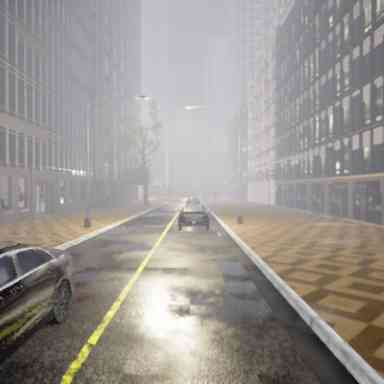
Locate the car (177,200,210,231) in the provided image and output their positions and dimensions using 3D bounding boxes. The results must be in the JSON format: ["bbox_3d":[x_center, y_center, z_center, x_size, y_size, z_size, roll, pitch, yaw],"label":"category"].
[{"bbox_3d":[0.110,1.471,20.595,2.128,1.511,4.902,0,0,0],"label":"car"}]

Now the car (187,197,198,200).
[{"bbox_3d":[0.124,1.462,44.285,2.128,1.511,4.902,0,0,0],"label":"car"}]

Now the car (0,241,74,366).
[{"bbox_3d":[-3.086,1.486,4.233,2.128,1.511,4.902,0,0,0],"label":"car"}]
